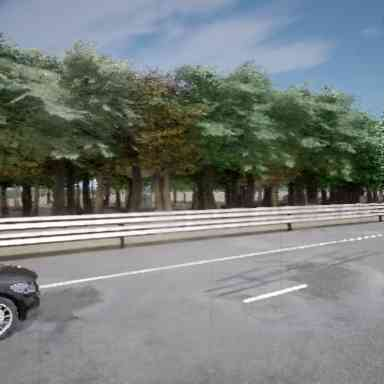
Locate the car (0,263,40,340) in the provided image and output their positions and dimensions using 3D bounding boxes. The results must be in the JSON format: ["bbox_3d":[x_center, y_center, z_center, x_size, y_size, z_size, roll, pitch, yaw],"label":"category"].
[{"bbox_3d":[-4.707,1.508,4.702,4.674,1.442,1.812,0,0,-36],"label":"car"}]
